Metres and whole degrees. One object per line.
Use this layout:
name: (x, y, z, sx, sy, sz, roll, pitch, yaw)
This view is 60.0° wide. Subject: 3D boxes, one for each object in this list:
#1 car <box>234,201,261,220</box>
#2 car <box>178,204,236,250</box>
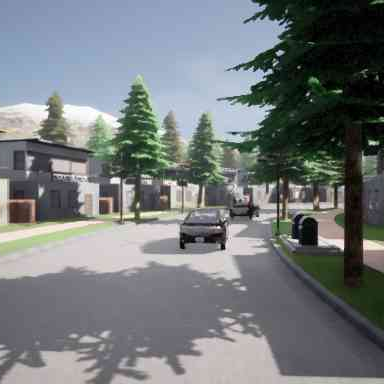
car: (4.577, 1.495, 28.336, 2.128, 1.511, 4.902, 0, 0, 23)
car: (0.641, 1.495, 14.358, 2.128, 1.511, 4.902, 0, 0, 9)
